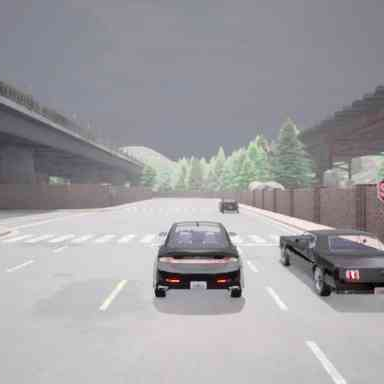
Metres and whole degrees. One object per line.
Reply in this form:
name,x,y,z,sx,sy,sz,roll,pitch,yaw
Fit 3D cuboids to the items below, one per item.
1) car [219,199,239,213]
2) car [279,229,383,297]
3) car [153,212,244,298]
car,4.053,1.466,37.322,1.882,1.535,5.008,0,0,0
car,3.647,1.598,8.542,1.895,1.301,4.718,0,0,1
car,0.144,1.489,8.499,2.128,1.511,4.902,0,0,1
